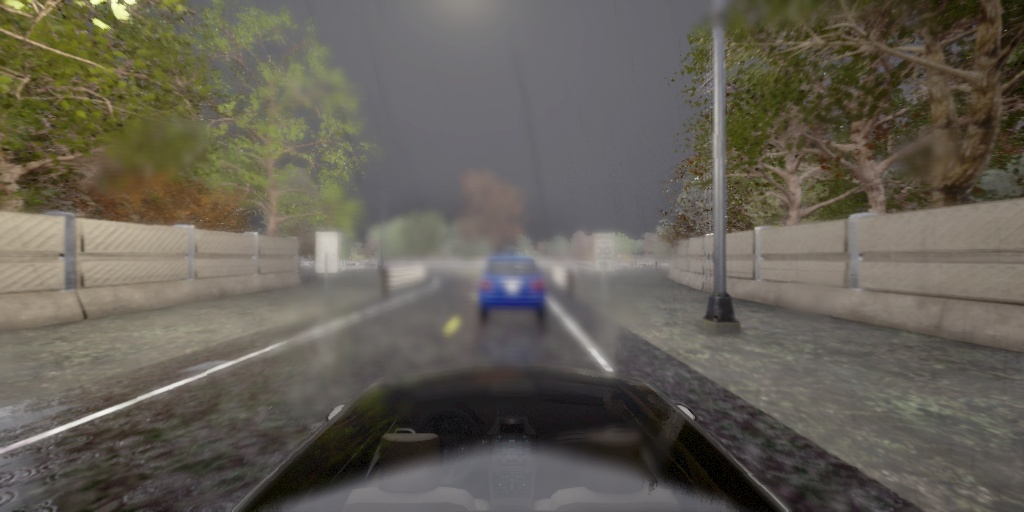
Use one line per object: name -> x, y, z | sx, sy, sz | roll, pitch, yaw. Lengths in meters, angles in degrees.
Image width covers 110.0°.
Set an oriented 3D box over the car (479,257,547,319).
car -> 0.038, 1.041, 13.258 | 2.150, 2.045, 5.566 | 0, 0, 0
